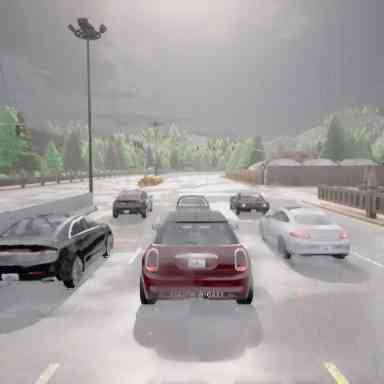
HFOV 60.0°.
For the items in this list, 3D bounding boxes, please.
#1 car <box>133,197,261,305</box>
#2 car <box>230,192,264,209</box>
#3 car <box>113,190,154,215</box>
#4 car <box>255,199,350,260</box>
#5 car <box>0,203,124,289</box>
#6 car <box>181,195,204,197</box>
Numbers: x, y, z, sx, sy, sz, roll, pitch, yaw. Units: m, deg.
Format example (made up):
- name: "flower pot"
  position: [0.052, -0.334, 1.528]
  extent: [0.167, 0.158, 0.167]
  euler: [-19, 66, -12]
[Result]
- name: "car"
  position: [0.076, 1.189, 7.950]
  extent: [2.097, 1.767, 4.553]
  euler: [0, 2, 0]
- name: "car"
  position: [3.513, 0.642, 21.197]
  extent: [1.895, 1.301, 4.718]
  euler: [0, 4, 0]
- name: "car"
  position: [-3.482, 0.624, 20.018]
  extent: [1.837, 1.490, 4.892]
  euler: [0, 4, 0]
- name: "car"
  position: [3.559, 1.224, 11.139]
  extent: [1.812, 1.442, 4.674]
  euler: [0, 3, 0]
- name: "car"
  position: [-3.426, 1.300, 8.690]
  extent: [2.128, 1.511, 4.902]
  euler: [0, 2, 0]
- name: "car"
  position: [0.033, 0.855, 17.332]
  extent: [2.033, 1.411, 5.357]
  euler: [0, 4, 0]
